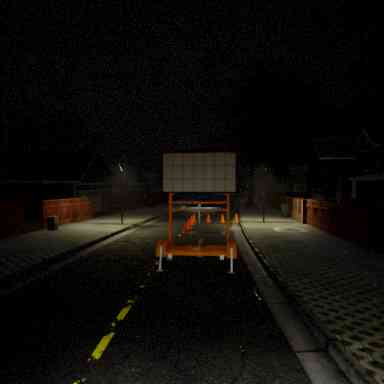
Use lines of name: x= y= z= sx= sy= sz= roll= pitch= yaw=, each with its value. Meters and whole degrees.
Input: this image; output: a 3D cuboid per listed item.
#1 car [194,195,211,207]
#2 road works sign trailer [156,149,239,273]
car: x=1.368 y=1.147 z=42.950 sx=1.812 sy=1.442 sz=4.674 roll=0 pitch=1 yaw=8
road works sign trailer: x=0.242 y=0.438 z=10.632 sx=2.380 sy=3.560 sz=2.880 roll=0 pitch=0 yaw=6
